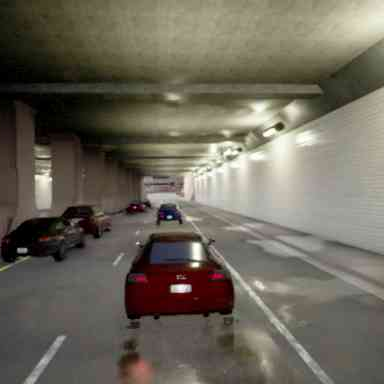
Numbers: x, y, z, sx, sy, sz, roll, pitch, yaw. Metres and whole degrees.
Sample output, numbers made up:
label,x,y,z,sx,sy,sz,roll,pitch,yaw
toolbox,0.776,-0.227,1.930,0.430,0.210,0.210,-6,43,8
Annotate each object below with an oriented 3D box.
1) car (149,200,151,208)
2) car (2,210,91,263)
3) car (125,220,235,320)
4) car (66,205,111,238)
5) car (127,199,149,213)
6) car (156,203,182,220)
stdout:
label,x,y,z,sx,sy,sz,roll,pitch,yaw
car,-7.441,1.796,52.544,1.895,1.301,4.718,-1,0,-4
car,-5.425,1.652,12.618,1.812,1.442,4.674,-1,0,-4
car,-0.348,1.576,7.517,1.994,1.385,4.181,-1,0,-5
car,-5.882,1.491,18.571,2.097,1.767,4.553,-1,0,-4
car,-6.646,1.734,40.002,1.994,1.385,4.181,-1,0,-3
car,-1.718,1.578,25.188,1.812,1.442,4.674,-1,0,-4
